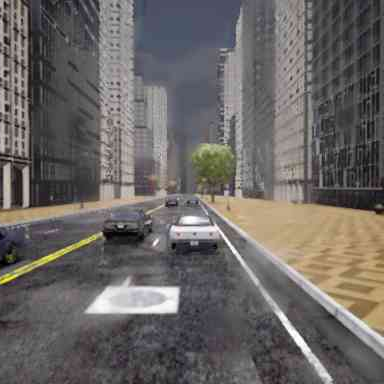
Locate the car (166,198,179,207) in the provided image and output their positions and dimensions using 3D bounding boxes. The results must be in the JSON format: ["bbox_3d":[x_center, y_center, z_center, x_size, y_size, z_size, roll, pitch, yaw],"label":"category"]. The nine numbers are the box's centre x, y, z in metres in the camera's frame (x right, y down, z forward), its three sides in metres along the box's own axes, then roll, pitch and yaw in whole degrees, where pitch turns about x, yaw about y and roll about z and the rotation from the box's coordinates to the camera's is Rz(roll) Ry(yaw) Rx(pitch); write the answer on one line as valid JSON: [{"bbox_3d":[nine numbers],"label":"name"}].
[{"bbox_3d":[-3.146,1.633,53.686,1.994,1.385,4.181,0,0,0],"label":"car"}]

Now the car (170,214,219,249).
[{"bbox_3d":[0.101,1.620,14.671,1.895,1.301,4.718,0,0,0],"label":"car"}]

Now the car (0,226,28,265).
[{"bbox_3d":[-6.510,1.559,8.996,2.033,1.411,5.357,0,0,0],"label":"car"}]

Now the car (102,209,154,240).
[{"bbox_3d":[-3.150,1.569,17.203,2.033,1.411,5.357,0,0,0],"label":"car"}]

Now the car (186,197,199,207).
[{"bbox_3d":[0.105,1.561,53.873,2.128,1.511,4.902,0,0,0],"label":"car"}]
